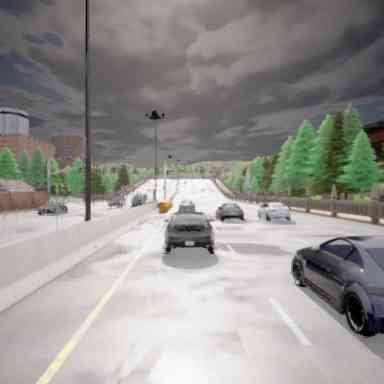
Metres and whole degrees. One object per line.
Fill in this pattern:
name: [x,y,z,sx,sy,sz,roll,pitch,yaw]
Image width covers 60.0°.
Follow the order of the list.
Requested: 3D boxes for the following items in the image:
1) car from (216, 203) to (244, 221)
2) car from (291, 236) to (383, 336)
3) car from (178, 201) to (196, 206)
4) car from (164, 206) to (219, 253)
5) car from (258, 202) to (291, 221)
car: [3.130,1.610,27.880,1.994,1.385,4.181,0,0,-1]
car: [3.488,1.559,6.672,1.994,1.385,4.181,0,0,-1]
car: [-0.503,1.632,35.164,2.033,1.411,5.357,0,0,-1]
car: [-0.120,1.537,13.837,1.837,1.490,4.892,0,0,-1]
car: [6.644,1.550,27.114,1.812,1.442,4.674,0,0,-1]
